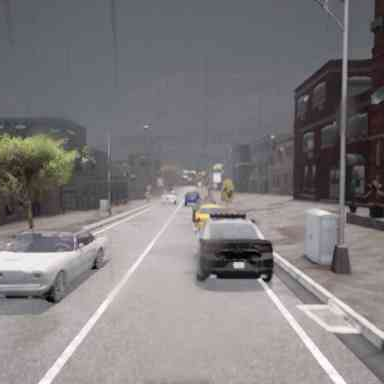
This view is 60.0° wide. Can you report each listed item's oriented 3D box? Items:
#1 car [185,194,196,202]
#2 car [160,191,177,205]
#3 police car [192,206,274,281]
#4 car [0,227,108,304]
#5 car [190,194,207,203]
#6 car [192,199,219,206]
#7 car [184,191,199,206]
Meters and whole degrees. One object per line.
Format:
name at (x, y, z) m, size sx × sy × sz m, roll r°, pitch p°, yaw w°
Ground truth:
car at (-0.288, 1.081, 60.642) m, size 1.812 × 1.442 × 4.674 m, roll 0°, pitch 1°, yaw 0°
car at (-3.527, 0.885, 50.593) m, size 2.150 × 2.045 × 5.566 m, roll 0°, pitch 0°, yaw 0°
police car at (1.059, 1.442, 10.075) m, size 1.930 × 1.638 × 5.238 m, roll 0°, pitch 0°, yaw 0°
car at (-3.592, 1.619, 8.344) m, size 1.895 × 1.301 × 4.718 m, roll 0°, pitch 0°, yaw 0°
car at (1.073, 1.287, 25.942) m, size 2.097 × 1.767 × 4.553 m, roll 0°, pitch 1°, yaw 0°
car at (1.068, 1.436, 20.159) m, size 1.801 × 1.575 × 5.366 m, roll 0°, pitch 0°, yaw 0°
car at (0.059, 0.921, 47.107) m, size 2.150 × 2.045 × 5.566 m, roll 0°, pitch 1°, yaw 0°
